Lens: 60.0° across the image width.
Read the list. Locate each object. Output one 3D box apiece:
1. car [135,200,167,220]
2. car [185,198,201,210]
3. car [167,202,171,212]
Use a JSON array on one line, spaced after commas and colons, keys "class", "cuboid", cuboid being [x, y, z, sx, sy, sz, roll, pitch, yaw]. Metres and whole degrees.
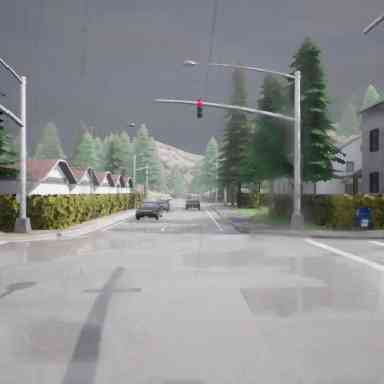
[{"class": "car", "cuboid": [-3.587, 1.558, 28.614, 2.033, 1.411, 5.357, 0, 0, 0]}, {"class": "car", "cuboid": [0.118, 1.521, 43.264, 1.837, 1.490, 4.892, 0, 0, 0]}, {"class": "car", "cuboid": [-3.562, 1.579, 38.531, 1.994, 1.385, 4.181, 0, 0, 1]}]
